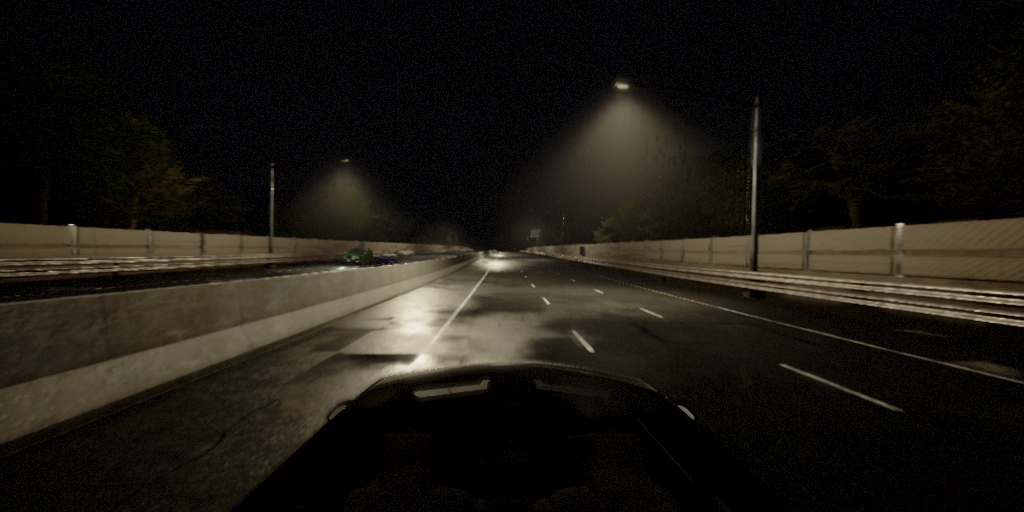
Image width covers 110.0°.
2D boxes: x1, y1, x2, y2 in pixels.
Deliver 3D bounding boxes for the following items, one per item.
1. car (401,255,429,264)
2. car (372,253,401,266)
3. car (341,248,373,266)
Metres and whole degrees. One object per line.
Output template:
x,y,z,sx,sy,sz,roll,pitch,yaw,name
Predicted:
-11.419,0.542,43.779,2.033,1.411,5.357,1,1,-1,car
-14.922,0.525,43.701,1.895,1.301,4.718,1,1,-1,car
-18.387,0.084,43.027,2.150,2.045,5.566,1,1,-1,car
